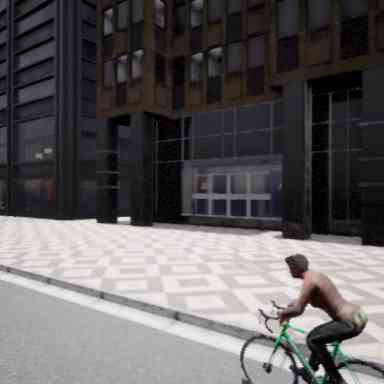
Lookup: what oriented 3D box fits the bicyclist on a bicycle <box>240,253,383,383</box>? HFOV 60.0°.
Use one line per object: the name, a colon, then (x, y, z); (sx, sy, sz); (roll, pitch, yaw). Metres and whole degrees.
bicyclist on a bicycle: (1.227, 1.466, 3.390); (1.656, 1.620, 0.582); (0, 0, 36)
